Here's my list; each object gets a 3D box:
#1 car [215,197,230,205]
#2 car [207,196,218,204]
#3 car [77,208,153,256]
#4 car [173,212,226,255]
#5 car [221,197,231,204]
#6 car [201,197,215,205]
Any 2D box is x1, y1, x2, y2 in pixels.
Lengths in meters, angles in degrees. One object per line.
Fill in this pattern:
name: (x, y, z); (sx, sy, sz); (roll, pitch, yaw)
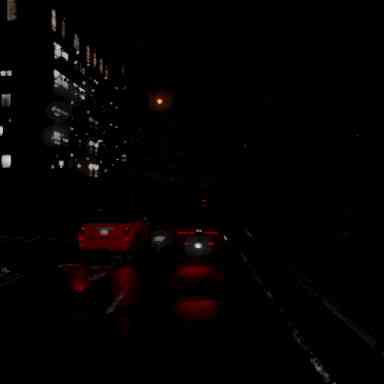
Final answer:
car: (6.465, 2.077, 71.888); (1.994, 1.385, 4.181); (0, -1, 11)
car: (5.024, 1.932, 81.775); (2.097, 1.767, 4.553); (0, -1, 12)
car: (-2.932, 1.414, 13.587); (2.097, 1.767, 4.553); (0, 0, 3)
car: (0.318, 1.567, 13.575); (1.837, 1.490, 4.892); (0, 0, 3)
car: (8.302, 2.062, 81.580); (1.882, 1.535, 5.008); (0, -1, 12)
car: (3.115, 2.018, 71.620); (1.837, 1.490, 4.892); (0, -1, 10)
